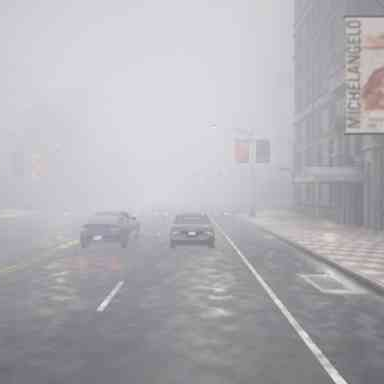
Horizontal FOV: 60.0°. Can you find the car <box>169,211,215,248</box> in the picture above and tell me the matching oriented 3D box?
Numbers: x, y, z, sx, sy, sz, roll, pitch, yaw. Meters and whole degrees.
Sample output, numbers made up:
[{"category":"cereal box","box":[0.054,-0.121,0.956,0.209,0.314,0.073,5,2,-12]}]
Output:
[{"category":"car","box":[-0.001,1.562,14.660,2.033,1.411,5.357,0,0,0]}]

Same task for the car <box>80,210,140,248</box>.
[{"category":"car","box":[-3.501,1.532,14.653,1.812,1.442,4.674,0,0,0]}]
